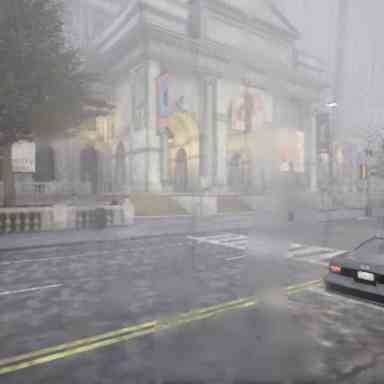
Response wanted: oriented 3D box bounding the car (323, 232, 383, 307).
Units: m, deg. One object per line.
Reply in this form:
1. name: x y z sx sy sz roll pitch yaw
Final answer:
1. car: 5.155 1.549 7.409 5.357 1.411 2.033 0 0 -35
